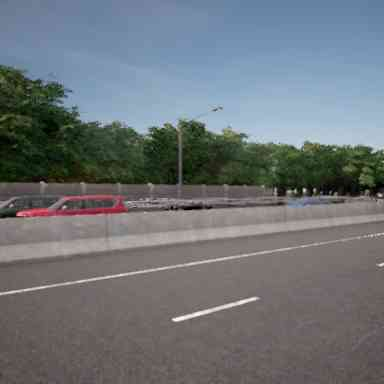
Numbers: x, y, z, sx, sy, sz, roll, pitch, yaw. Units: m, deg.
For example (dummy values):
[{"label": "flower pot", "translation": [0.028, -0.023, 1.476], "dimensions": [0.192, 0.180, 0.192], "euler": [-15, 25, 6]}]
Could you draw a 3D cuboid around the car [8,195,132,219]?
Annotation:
[{"label": "car", "translation": [-5.939, 1.206, 16.951], "dimensions": [5.566, 2.045, 2.150], "euler": [0, 0, -35]}]

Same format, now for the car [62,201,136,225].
[{"label": "car", "translation": [-6.907, 1.465, 24.856], "dimensions": [4.902, 1.511, 2.128], "euler": [0, 0, -35]}]

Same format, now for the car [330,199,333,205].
[{"label": "car", "translation": [14.747, 1.407, 40.238], "dimensions": [4.892, 1.490, 1.837], "euler": [1, 0, -35]}]

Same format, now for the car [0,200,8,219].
[{"label": "car", "translation": [-9.416, 1.212, 18.771], "dimensions": [5.566, 2.045, 2.150], "euler": [0, 0, -35]}]

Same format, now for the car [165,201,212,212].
[{"label": "car", "translation": [-0.350, 1.542, 33.824], "dimensions": [4.718, 1.301, 1.895], "euler": [0, 0, -35]}]

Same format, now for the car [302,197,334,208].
[{"label": "car", "translation": [17.719, 1.408, 46.586], "dimensions": [4.892, 1.490, 1.837], "euler": [0, 0, -35]}]

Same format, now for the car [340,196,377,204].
[{"label": "car", "translation": [16.400, 1.257, 32.839], "dimensions": [4.553, 1.767, 2.097], "euler": [0, 0, -35]}]

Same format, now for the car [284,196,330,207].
[{"label": "car", "translation": [11.317, 1.392, 33.532], "dimensions": [5.008, 1.535, 1.882], "euler": [0, 0, -35]}]
